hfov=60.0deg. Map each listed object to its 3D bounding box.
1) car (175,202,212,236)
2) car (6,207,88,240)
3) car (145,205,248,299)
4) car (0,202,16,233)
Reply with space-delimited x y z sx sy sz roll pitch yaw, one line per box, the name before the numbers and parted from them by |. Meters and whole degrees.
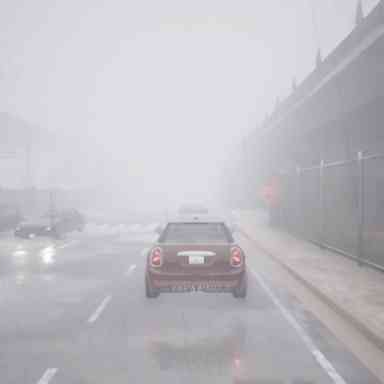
car | 0.074 1.466 19.418 1.882 1.535 5.008 0 0 0
car | -7.046 1.537 17.313 2.033 1.411 5.357 0 0 0
car | 0.084 1.346 8.614 2.097 1.767 4.553 0 0 0
car | -10.551 1.341 17.009 2.097 1.767 4.553 0 0 0
